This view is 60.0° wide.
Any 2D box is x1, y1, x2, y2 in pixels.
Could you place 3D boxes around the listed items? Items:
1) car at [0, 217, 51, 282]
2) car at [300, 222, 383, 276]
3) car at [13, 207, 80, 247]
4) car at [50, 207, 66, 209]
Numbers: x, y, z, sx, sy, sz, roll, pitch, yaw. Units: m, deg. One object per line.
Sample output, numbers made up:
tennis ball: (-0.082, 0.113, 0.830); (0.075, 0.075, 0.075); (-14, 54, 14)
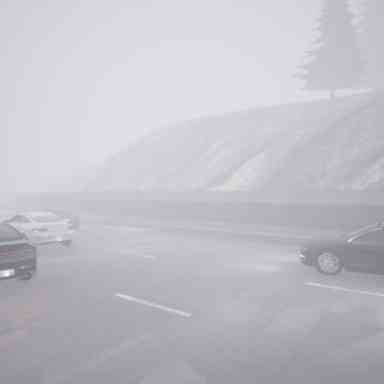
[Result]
car: (-5.895, 1.521, 8.798); (4.892, 1.490, 1.837); (0, 0, 40)
car: (5.397, 1.538, 8.837); (4.892, 1.490, 1.837); (0, 0, 36)
car: (-6.772, 1.555, 14.164); (4.674, 1.442, 1.812); (0, 0, 42)
car: (-8.737, 1.608, 20.785); (4.181, 1.385, 1.994); (0, 0, 44)
